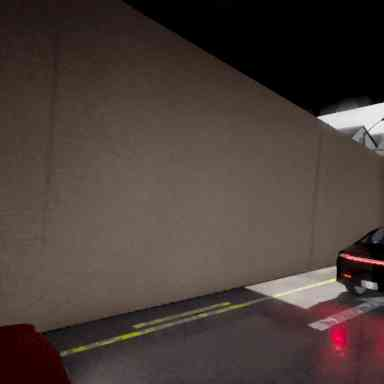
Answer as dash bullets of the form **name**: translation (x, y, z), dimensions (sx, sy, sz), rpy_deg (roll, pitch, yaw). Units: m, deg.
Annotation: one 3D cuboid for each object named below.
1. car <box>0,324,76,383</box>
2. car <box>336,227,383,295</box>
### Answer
- **car**: translation (-3.016, 1.601, 1.674), dimensions (4.718, 1.301, 1.895), rpy_deg (0, 0, -35)
- **car**: translation (5.226, 1.491, 7.501), dimensions (4.902, 1.511, 2.128), rpy_deg (0, 0, -35)
